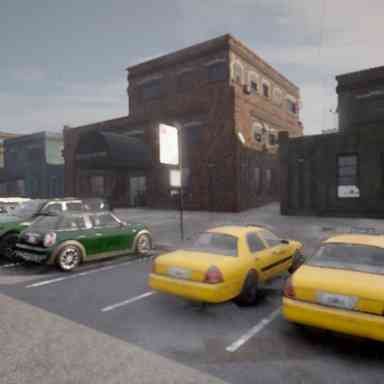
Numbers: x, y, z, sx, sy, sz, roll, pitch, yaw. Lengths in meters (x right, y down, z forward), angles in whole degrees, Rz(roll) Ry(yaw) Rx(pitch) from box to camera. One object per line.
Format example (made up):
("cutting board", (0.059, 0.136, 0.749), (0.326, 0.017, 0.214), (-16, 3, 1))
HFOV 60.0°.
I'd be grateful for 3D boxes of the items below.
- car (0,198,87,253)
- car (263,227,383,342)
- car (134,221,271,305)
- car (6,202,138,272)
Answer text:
("car", (-7.821, 1.265, 14.599), (2.435, 2.045, 5.566), (0, 0, 36))
("car", (3.485, 1.480, 6.698), (1.946, 1.575, 5.366), (0, 0, 36))
("car", (1.241, 1.488, 8.305), (1.946, 1.575, 5.366), (0, 0, 36))
("car", (-3.371, 1.379, 11.340), (2.185, 1.767, 4.553), (0, 0, 36))
